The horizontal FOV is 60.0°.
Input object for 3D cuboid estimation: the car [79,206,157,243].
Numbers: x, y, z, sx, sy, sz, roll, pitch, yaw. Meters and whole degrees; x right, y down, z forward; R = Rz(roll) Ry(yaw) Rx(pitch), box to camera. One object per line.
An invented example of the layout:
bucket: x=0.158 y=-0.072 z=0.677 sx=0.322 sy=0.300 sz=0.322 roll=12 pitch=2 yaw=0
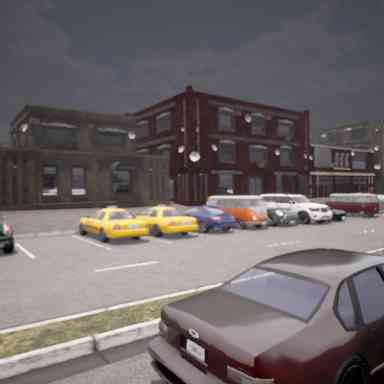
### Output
car: x=-4.023 y=1.475 z=16.356 sx=1.946 sy=1.575 sz=5.366 roll=0 pitch=0 yaw=-36

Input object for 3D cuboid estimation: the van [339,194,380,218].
van: x=13.884 y=1.159 z=29.252 sx=1.878 sy=1.987 sz=4.442 roll=0 pitch=0 yaw=-36

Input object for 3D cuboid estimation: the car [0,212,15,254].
car: x=-8.362 y=1.361 z=12.943 sx=2.185 sy=1.767 sz=4.553 roll=0 pitch=0 yaw=-36

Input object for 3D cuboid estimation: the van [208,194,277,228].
van: x=2.854 y=1.230 z=20.968 sx=1.878 sy=1.987 sz=4.442 roll=0 pitch=0 yaw=-36

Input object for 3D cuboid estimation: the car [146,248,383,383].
car: x=2.065 y=1.543 z=4.631 sx=5.357 sy=1.411 sz=2.033 roll=0 pitch=0 yaw=-36

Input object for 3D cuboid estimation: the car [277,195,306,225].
car: x=5.000 y=1.319 z=22.707 sx=2.185 sy=1.767 sz=4.553 roll=0 pitch=0 yaw=-36

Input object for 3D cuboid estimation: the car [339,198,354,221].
car: x=9.503 y=1.448 z=25.896 sx=2.163 sy=1.488 sz=4.792 roll=0 pitch=0 yaw=-36

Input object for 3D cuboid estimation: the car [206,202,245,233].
car: x=0.554 y=1.505 z=19.442 sx=2.002 sy=1.452 sz=4.674 roll=0 pitch=0 yaw=-36

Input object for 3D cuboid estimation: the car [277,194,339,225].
car: x=7.268 y=1.181 z=24.277 sx=2.435 sy=2.045 sz=5.566 roll=0 pitch=0 yaw=-36

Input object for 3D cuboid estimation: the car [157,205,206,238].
car: x=-1.788 y=1.470 z=17.976 sx=1.946 sy=1.575 sz=5.366 roll=0 pitch=0 yaw=-36
